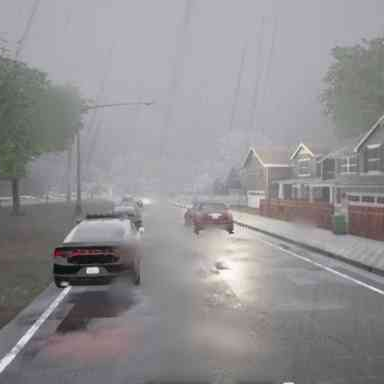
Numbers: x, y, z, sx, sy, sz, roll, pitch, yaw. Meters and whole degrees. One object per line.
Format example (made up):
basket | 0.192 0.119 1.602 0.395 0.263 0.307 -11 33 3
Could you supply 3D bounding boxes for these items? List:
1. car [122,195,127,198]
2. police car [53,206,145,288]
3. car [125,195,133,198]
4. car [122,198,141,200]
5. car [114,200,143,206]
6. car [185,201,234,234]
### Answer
car | -11.877 1.244 61.138 1.882 1.535 5.008 0 0 -16
police car | -2.389 1.410 9.422 1.930 1.638 5.238 0 0 -8
car | -7.610 1.453 44.212 1.895 1.301 4.718 0 0 -13
car | -4.831 1.459 25.153 1.812 1.442 4.674 0 0 -10
car | -3.831 1.461 19.225 1.837 1.490 4.892 0 0 -9
car | 0.851 1.307 19.067 2.097 1.767 4.553 0 0 -9
